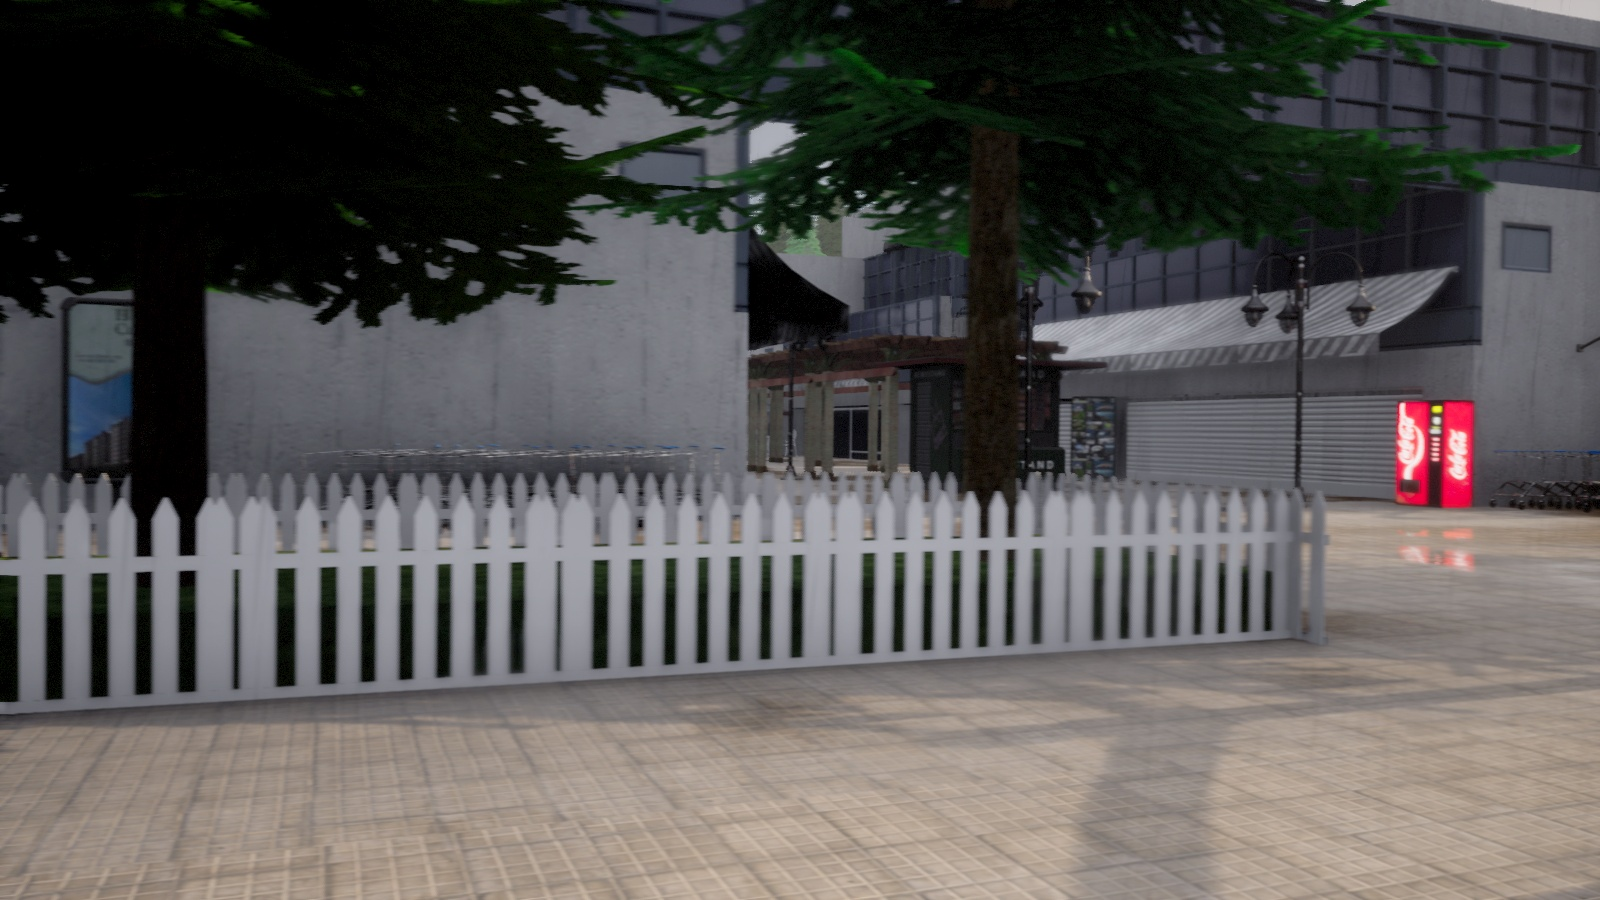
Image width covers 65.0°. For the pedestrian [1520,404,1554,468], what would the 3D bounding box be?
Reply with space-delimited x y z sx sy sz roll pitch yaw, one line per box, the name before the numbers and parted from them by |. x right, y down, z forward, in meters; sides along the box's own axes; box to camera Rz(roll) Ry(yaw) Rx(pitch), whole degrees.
pedestrian | 22.586 -0.442 38.493 0.788 1.949 0.423 -1 1 -6
